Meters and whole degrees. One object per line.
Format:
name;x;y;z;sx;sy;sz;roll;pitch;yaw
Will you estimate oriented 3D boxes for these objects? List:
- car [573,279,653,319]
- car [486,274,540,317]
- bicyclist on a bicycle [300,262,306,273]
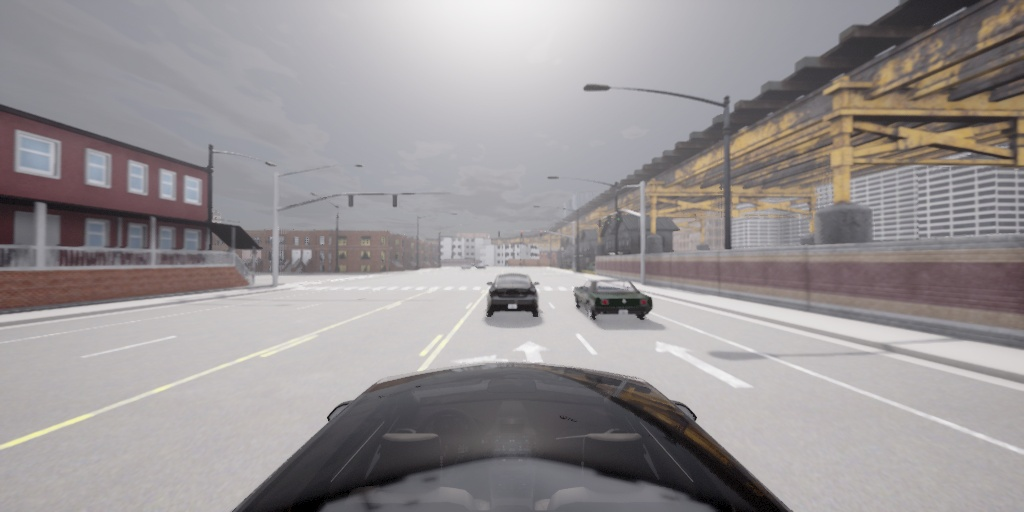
car;3.538;1.512;13.511;1.895;1.301;4.718;0;-1;1
car;0.044;1.426;14.140;1.837;1.490;4.892;0;0;1
bicyclist on a bicycle;-31.178;1.765;53.564;0.582;1.620;1.656;0;0;0
